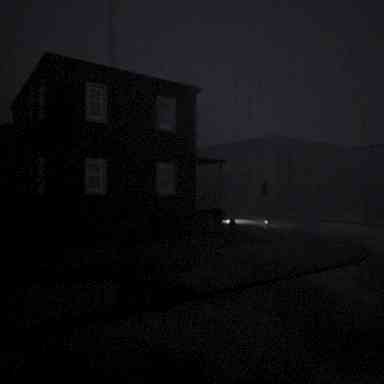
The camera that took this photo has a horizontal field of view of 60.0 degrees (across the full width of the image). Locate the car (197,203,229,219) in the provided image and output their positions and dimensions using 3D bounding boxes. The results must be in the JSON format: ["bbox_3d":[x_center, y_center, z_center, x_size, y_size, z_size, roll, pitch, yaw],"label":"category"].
[{"bbox_3d":[1.338,1.676,29.472,1.994,1.385,4.181,0,0,-35],"label":"car"}]

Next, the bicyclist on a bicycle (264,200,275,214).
[{"bbox_3d":[8.028,1.512,34.551,1.656,1.620,0.582,0,0,-35],"label":"bicyclist on a bicycle"}]
